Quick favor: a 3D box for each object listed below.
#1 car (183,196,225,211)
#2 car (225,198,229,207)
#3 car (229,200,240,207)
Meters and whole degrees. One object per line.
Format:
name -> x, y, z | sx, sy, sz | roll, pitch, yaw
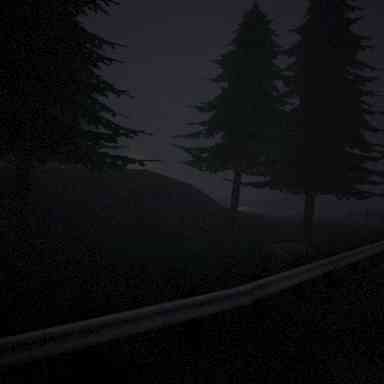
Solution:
car -> 1.546, 1.352, 44.261 | 4.553, 1.767, 2.097 | 0, 0, 34
car -> 2.468, 1.598, 47.860 | 4.718, 1.301, 1.895 | 0, 0, 34
car -> 4.501, 1.549, 50.709 | 5.357, 1.411, 2.033 | 0, 0, 34
